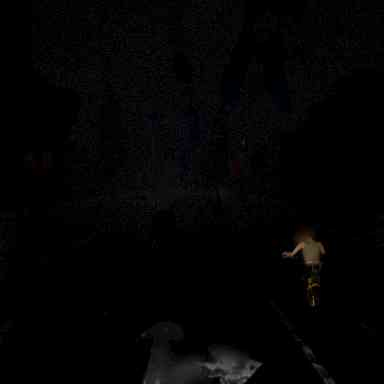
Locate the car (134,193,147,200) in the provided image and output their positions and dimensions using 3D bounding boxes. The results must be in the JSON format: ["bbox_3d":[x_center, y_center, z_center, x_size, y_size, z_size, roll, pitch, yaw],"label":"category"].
[{"bbox_3d":[-9.728,0.850,63.204,1.895,1.301,4.718,0,1,0],"label":"car"}]

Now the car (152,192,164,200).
[{"bbox_3d":[-6.478,0.741,63.230,2.128,1.511,4.902,0,1,0],"label":"car"}]

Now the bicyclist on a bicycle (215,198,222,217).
[{"bbox_3d":[2.261,1.353,28.177,0.582,1.620,1.656,0,0,0],"label":"bicyclist on a bicycle"}]

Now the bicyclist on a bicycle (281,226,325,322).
[{"bbox_3d":[2.156,1.435,6.258,0.866,1.612,1.509,0,0,0],"label":"bicyclist on a bicycle"}]
